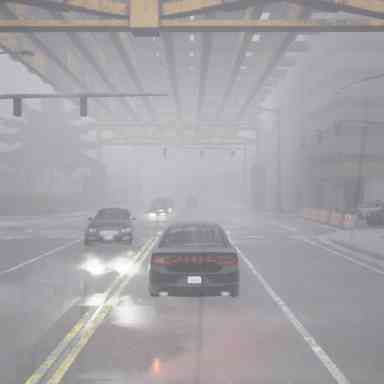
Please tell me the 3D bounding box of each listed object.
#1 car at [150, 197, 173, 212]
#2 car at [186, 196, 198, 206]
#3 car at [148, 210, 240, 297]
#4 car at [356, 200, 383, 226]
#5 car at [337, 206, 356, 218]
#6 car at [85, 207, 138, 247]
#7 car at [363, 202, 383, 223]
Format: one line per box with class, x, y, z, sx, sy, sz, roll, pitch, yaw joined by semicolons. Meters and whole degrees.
car;-3.677;1.450;38.330;2.128;1.511;4.902;0;0;0
car;-0.019;1.423;52.839;2.128;1.511;4.902;0;0;0
car;0.051;1.468;8.617;1.882;1.535;5.008;0;0;0
car;13.213;1.398;20.922;4.974;1.542;2.038;0;0;-20
car;13.577;1.234;25.059;4.536;1.218;1.853;0;0;25
car;-3.532;1.480;15.106;2.128;1.511;4.902;0;0;-9
car;13.262;1.240;20.940;4.536;1.218;1.853;0;0;-20
